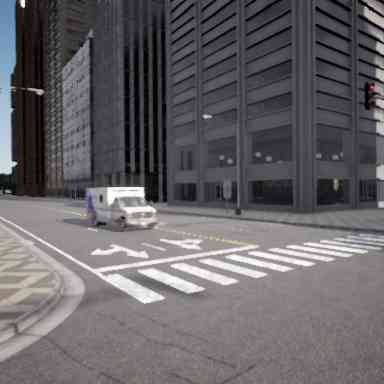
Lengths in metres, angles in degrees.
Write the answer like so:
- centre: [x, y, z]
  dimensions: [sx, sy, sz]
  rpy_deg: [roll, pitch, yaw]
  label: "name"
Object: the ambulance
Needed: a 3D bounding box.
- centre: [-4.361, 0.942, 20.033]
  dimensions: [2.351, 2.431, 6.366]
  rpy_deg: [-1, 0, -35]
  label: "ambulance"
